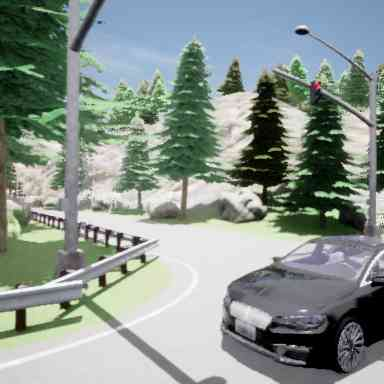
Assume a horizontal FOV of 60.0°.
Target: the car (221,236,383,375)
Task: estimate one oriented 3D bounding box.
[{"bbox_3d":[2.695,1.575,5.791,4.902,1.511,2.128,1,0,-35],"label":"car"}]
